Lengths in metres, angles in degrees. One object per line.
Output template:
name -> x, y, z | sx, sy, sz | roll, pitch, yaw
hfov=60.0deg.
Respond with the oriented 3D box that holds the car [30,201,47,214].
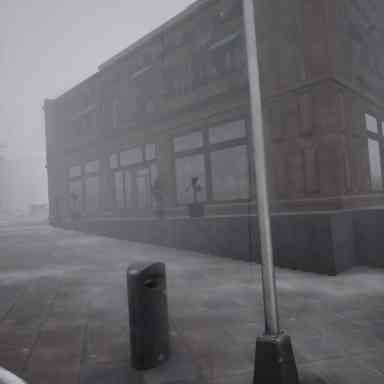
car -> -19.865, 1.966, 43.075 | 1.882, 1.535, 5.008 | -2, 0, -27
